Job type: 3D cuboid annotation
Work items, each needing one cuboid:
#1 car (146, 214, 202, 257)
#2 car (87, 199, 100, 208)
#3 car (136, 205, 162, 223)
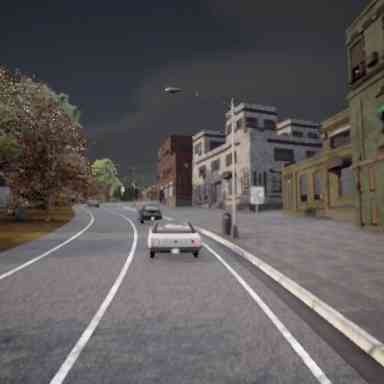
[{"bbox_3d":[-0.826,1.785,13.696,1.895,1.301,4.718,1,-1,-7],"label":"car"},{"bbox_3d":[-16.808,1.967,56.822,1.837,1.490,4.892,2,-1,-20],"label":"car"},{"bbox_3d":[-3.763,1.909,29.363,1.837,1.490,4.892,1,-1,-14],"label":"car"}]
